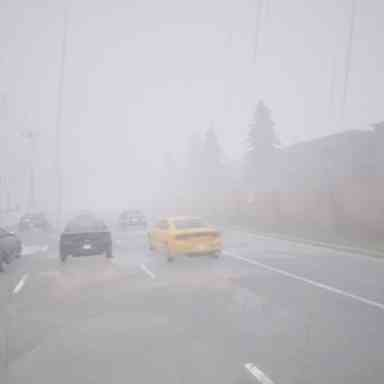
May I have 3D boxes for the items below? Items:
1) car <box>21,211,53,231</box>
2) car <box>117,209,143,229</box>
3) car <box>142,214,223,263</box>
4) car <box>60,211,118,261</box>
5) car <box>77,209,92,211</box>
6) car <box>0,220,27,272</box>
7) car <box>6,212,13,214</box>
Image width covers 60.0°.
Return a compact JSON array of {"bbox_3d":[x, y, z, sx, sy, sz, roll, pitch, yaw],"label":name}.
[{"bbox_3d":[-12.019,2.212,25.795,2.128,1.511,4.902,-1,-1,-17],"label":"car"},{"bbox_3d":[-4.716,2.050,25.900,2.033,1.411,5.357,-1,-1,-18],"label":"car"},{"bbox_3d":[-0.465,1.675,13.104,1.882,1.535,5.008,-1,-1,-18],"label":"car"},{"bbox_3d":[-4.439,1.807,13.997,1.882,1.535,5.008,-1,0,-18],"label":"car"},{"bbox_3d":[-8.902,2.176,27.551,1.812,1.442,4.674,-1,-1,-17],"label":"car"},{"bbox_3d":[-7.390,1.952,11.781,1.994,1.385,4.181,-1,-1,-18],"label":"car"},{"bbox_3d":[-28.196,3.069,52.647,2.128,1.511,4.902,-1,-1,-17],"label":"car"}]
